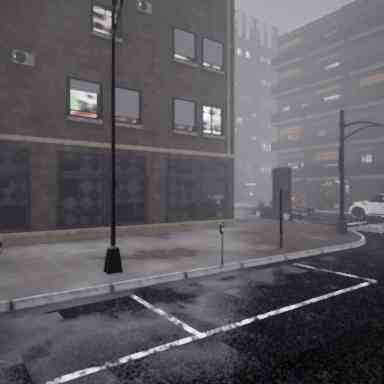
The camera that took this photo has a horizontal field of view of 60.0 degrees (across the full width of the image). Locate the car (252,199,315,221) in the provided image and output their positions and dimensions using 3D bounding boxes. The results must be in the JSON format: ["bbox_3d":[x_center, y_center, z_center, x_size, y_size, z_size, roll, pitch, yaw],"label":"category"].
[{"bbox_3d":[6.302,1.328,24.208,2.008,1.369,4.403,1,0,-36],"label":"car"}]

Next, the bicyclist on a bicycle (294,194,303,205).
[{"bbox_3d":[11.563,0.989,36.222,1.656,1.620,0.582,0,1,-36],"label":"bicyclist on a bicycle"}]

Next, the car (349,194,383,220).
[{"bbox_3d":[14.028,1.088,23.438,2.150,2.045,5.566,1,1,-30],"label":"car"}]

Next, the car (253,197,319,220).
[{"bbox_3d":[7.495,1.235,26.954,1.882,1.535,5.008,0,1,-36],"label":"car"}]
